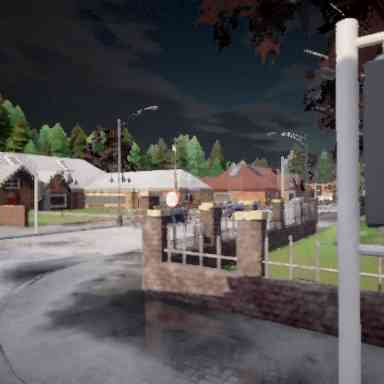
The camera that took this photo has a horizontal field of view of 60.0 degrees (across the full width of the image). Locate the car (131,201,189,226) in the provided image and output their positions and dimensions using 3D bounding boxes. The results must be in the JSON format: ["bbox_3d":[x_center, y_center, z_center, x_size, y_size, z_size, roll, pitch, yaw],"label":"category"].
[{"bbox_3d":[-2.179,1.466,23.502,2.097,1.767,4.553,-1,0,36],"label":"car"}]

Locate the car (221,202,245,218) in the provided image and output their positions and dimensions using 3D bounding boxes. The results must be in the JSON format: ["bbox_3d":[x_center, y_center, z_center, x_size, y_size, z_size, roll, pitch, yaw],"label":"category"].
[{"bbox_3d":[3.784,1.661,31.804,2.033,1.411,5.357,-1,0,36],"label":"car"}]
